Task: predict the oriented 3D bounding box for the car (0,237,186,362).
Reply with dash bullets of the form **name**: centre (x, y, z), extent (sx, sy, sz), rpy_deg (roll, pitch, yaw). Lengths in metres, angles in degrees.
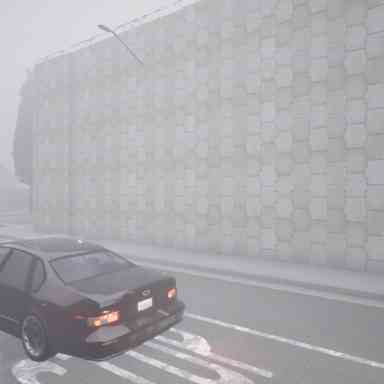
- **car**: centre (-2.676, 1.547, 5.890), extent (5.357, 1.411, 2.033), rpy_deg (0, 0, 35)
